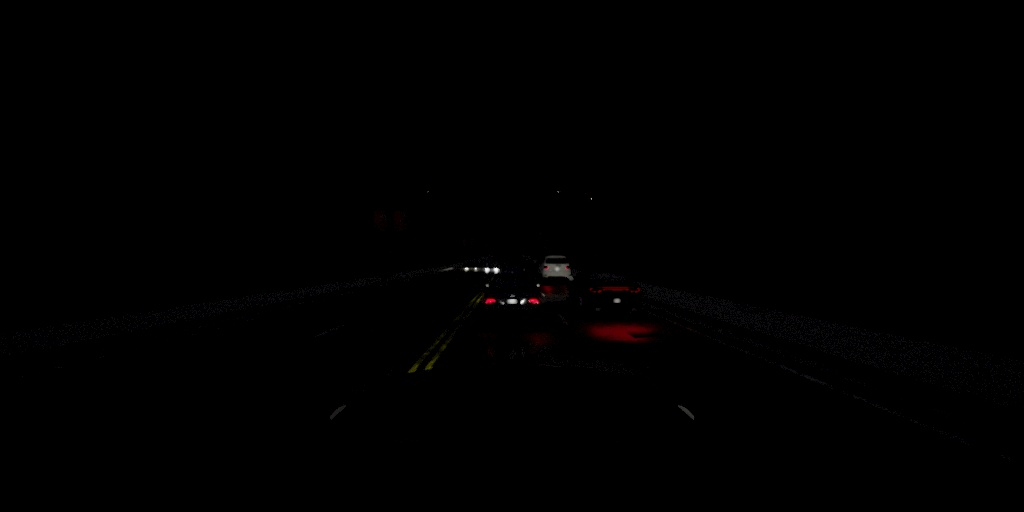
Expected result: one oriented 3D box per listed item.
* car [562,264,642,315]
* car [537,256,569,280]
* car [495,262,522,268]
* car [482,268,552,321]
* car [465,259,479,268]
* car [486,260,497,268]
[{"bbox_3d":[3.282,1.234,13.577,1.882,1.535,5.008,0,0,1],"label":"car"},{"bbox_3d":[3.276,0.977,28.437,2.150,2.045,5.566,0,0,0],"label":"car"},{"bbox_3d":[0.018,1.302,27.419,2.033,1.411,5.357,0,0,1],"label":"car"},{"bbox_3d":[0.023,1.304,12.430,2.033,1.411,5.357,0,0,0],"label":"car"},{"bbox_3d":[-6.575,1.194,59.710,1.882,1.535,5.008,0,0,0],"label":"car"},{"bbox_3d":[-3.322,1.317,59.736,1.895,1.301,4.718,0,0,1],"label":"car"}]
